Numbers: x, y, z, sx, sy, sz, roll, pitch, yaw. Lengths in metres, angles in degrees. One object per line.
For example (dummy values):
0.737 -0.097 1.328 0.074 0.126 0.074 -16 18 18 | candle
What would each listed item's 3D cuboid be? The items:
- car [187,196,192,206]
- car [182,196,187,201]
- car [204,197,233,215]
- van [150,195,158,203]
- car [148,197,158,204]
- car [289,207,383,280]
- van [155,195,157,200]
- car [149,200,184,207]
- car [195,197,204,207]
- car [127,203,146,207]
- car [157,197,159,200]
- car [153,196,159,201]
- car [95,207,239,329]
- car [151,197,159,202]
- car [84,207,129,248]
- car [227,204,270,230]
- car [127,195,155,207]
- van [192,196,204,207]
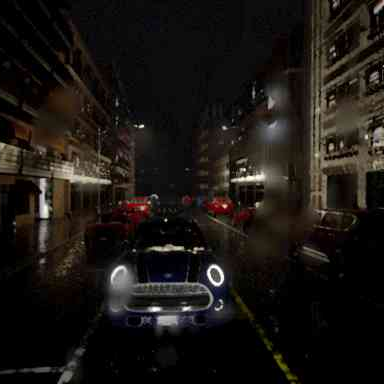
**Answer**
0.932 1.528 55.253 2.192 1.841 5.009 -1 0 -5 | car
-1.402 1.756 83.479 1.967 1.590 4.097 -1 0 -5 | car
2.800 1.447 32.673 2.192 1.841 5.009 -1 0 -5 | car
-8.786 1.612 77.144 1.690 1.788 3.998 -1 0 -5 | van
-8.318 1.801 71.511 2.008 1.369 4.403 -1 0 -5 | car
4.668 1.366 10.093 2.192 1.841 5.009 -1 0 -5 | car
-6.456 1.510 48.984 1.690 1.788 3.998 -1 0 -5 | van
-1.637 1.556 22.036 1.882 1.535 5.008 0 0 -5 | car
1.869 1.754 43.963 1.802 1.307 4.206 -1 0 -5 | car
-4.124 1.612 20.823 1.887 1.381 4.507 -1 0 -5 | car
-7.387 1.650 60.247 1.967 1.590 4.097 -1 0 -5 | car
-10.168 1.857 93.870 1.752 1.417 4.829 -1 0 -5 | car
-0.518 1.378 7.316 2.097 1.767 4.553 0 0 -4 | car
-9.250 1.857 82.776 1.947 1.339 4.313 -1 0 -5 | car
-3.658 1.592 15.191 1.887 1.381 4.507 -1 0 -5 | car
3.737 1.673 21.383 1.802 1.307 4.206 -1 0 -5 | car
-5.058 1.423 32.087 2.192 1.841 5.009 -1 0 -5 | car
1.399 1.534 49.608 1.690 1.788 3.998 -1 0 -5 | van
